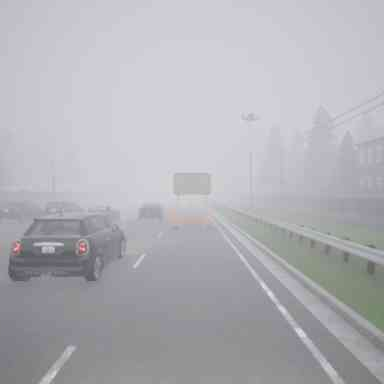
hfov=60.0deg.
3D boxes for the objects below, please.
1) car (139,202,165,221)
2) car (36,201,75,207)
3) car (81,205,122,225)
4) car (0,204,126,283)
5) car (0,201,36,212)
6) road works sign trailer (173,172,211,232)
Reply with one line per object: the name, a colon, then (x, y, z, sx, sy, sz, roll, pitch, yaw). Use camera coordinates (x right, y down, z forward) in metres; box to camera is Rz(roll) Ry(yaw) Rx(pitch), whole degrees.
car: (-3.398, 1.604, 28.935, 1.882, 1.535, 5.008, 0, 0, 0)
car: (-10.397, 1.470, 27.075, 2.097, 1.767, 4.553, 0, 0, 0)
car: (-6.897, 1.714, 25.808, 1.895, 1.301, 4.718, 0, 0, 0)
car: (-3.401, 1.396, 10.003, 2.097, 1.767, 4.553, 0, 0, 0)
car: (-13.897, 1.471, 27.086, 2.097, 1.767, 4.553, 0, 0, 0)
road works sign trailer: (0.002, 0.556, 20.938, 2.380, 3.560, 2.880, 0, 0, 0)
